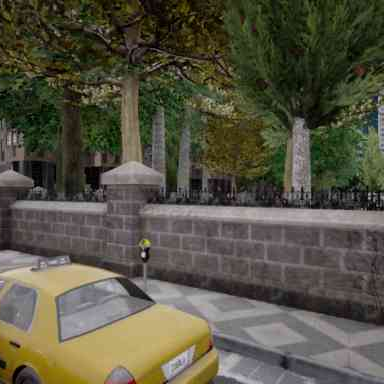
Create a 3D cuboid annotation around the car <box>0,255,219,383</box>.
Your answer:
[{"bbox_3d":[-1.997,1.525,4.383,4.829,1.417,1.752,0,0,35],"label":"car"}]
